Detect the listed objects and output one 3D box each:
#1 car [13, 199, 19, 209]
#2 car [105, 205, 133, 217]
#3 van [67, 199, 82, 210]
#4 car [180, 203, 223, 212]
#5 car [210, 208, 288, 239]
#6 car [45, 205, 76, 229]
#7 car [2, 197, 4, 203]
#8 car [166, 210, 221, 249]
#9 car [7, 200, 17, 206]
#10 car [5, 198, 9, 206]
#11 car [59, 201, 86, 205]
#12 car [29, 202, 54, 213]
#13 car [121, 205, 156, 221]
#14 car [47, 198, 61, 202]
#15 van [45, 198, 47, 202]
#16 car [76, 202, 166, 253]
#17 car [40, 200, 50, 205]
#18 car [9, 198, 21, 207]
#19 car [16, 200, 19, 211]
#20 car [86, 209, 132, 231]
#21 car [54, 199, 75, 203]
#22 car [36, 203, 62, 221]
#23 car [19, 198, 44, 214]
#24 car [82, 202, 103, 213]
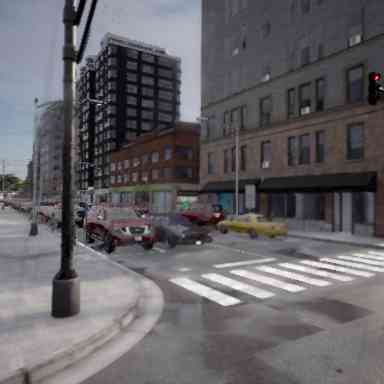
[{"bbox_3d":[-27.296,2.254,53.721,1.947,1.339,4.313,1,-1,-32],"label":"car"},{"bbox_3d":[-8.518,2.162,38.619,1.802,1.307,4.206,1,-1,-32],"label":"car"},{"bbox_3d":[-20.459,2.161,57.944,1.690,1.788,3.998,1,-1,-32],"label":"van"},{"bbox_3d":[0.442,1.714,24.133,2.192,1.841,5.009,1,-1,-32],"label":"car"},{"bbox_3d":[3.337,1.865,19.443,1.752,1.417,4.829,1,-1,-32],"label":"car"},{"bbox_3d":[-9.378,1.894,24.746,1.947,1.339,4.313,1,-1,-32],"label":"car"},{"bbox_3d":[-45.212,2.356,82.701,2.192,1.841,5.009,1,-1,-32],"label":"car"},{"bbox_3d":[-1.202,1.793,16.285,2.033,1.411,5.357,1,-1,-34],"label":"car"},{"bbox_3d":[-42.138,2.507,77.723,1.752,1.417,4.829,1,-1,-32],"label":"car"},{"bbox_3d":[-39.239,2.240,73.043,2.192,1.841,5.009,1,-1,-32],"label":"car"},{"bbox_3d":[-11.509,1.935,33.056,1.882,1.535,5.008,1,-1,-32],"label":"car"},{"bbox_3d":[-15.351,2.031,34.404,1.802,1.307,4.206,1,-1,-32],"label":"car"},{"bbox_3d":[-5.532,2.065,33.789,1.887,1.381,4.507,1,-1,-32],"label":"car"},{"bbox_3d":[-29.416,2.313,72.435,2.192,1.841,5.009,1,-1,-32],"label":"car"},{"bbox_3d":[-32.403,2.397,77.265,1.690,1.788,3.998,1,-1,-32],"label":"van"},{"bbox_3d":[-3.402,1.521,15.092,2.192,1.841,5.009,1,-1,-32],"label":"car"},{"bbox_3d":[-38.377,2.755,86.921,1.802,1.307,4.206,1,-1,-32],"label":"car"},{"bbox_3d":[-30.280,2.063,58.555,2.192,1.841,5.009,1,-1,-32],"label":"car"},{"bbox_3d":[-24.310,2.211,48.892,1.802,1.307,4.206,1,-1,-32],"label":"car"},{"bbox_3d":[-6.193,1.950,24.422,1.895,1.301,4.718,1,-1,-32],"label":"car"},{"bbox_3d":[-19.896,2.246,52.008,1.812,1.442,4.674,1,-1,-32],"label":"car"},{"bbox_3d":[-12.364,1.933,29.575,1.887,1.381,4.507,1,-1,-32],"label":"car"},{"bbox_3d":[-21.322,2.009,44.065,1.967,1.590,4.097,1,-1,-32],"label":"car"},{"bbox_3d":[-14.490,2.245,48.280,1.887,1.381,4.507,1,-1,-32],"label":"car"}]
